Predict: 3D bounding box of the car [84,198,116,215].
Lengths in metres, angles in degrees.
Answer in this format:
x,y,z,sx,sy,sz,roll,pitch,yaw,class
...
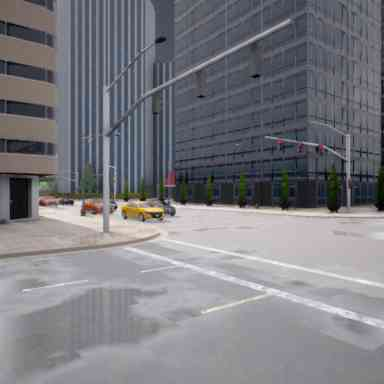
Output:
x,y,z,sx,sy,sz,roll,pitch,yaw,class
-9.902,1.407,35.236,2.097,1.767,4.553,0,0,-37,car

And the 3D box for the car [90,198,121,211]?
x,y,z,sx,sy,sz,roll,pitch,yaw,class
-11.211,1.547,42.869,2.128,1.511,4.902,0,0,-37,car

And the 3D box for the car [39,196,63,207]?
x,y,z,sx,sy,sz,roll,pitch,yaw,class
-22.400,1.407,52.160,2.097,1.767,4.553,0,0,-36,car

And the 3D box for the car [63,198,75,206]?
x,y,z,sx,sy,sz,roll,pitch,yaw,class
-21.724,1.656,57.178,1.895,1.301,4.718,0,0,-36,car

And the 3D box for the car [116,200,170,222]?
x,y,z,sx,sy,sz,roll,pitch,yaw,class
-4.144,1.533,27.469,1.882,1.535,5.008,0,0,-37,car

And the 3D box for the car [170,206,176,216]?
x,y,z,sx,sy,sz,roll,pitch,yaw,class
-3.403,1.560,32.344,1.837,1.490,4.892,0,0,-37,car
